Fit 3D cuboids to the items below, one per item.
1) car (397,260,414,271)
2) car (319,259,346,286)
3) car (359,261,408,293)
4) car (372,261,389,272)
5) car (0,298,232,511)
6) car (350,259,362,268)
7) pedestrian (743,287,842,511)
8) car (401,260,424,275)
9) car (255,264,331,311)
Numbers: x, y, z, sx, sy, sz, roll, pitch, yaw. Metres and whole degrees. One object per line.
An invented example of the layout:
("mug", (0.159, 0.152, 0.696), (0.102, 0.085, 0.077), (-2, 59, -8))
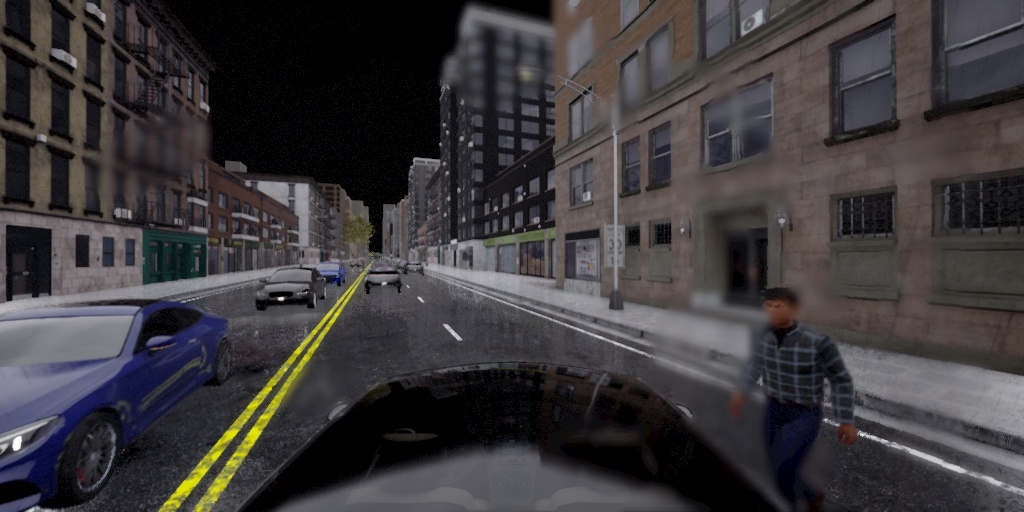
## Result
("car", (-14.489, 1.242, 48.565), (1.994, 1.385, 4.181), (0, 0, -20))
("car", (-12.573, 1.201, 24.603), (1.882, 1.535, 5.008), (0, 0, -21))
("car", (-7.503, 1.221, 20.877), (2.128, 1.511, 4.902), (0, 0, -21))
("car", (-17.150, 1.282, 46.597), (1.895, 1.301, 4.718), (0, 0, -22))
("car", (-4.853, 1.274, 4.077), (1.812, 1.442, 4.674), (0, 0, -22))
("car", (-25.344, 1.220, 58.716), (1.994, 1.385, 4.181), (0, 0, -20))
("pedestrian", (1.948, 1.043, 2.509), (0.375, 1.860, 0.375), (0, -1, -21))
("car", (-10.432, 1.192, 37.801), (2.128, 1.511, 4.902), (0, 0, -20))
("car", (-8.879, 1.243, 14.729), (1.837, 1.490, 4.892), (0, 0, -21))
